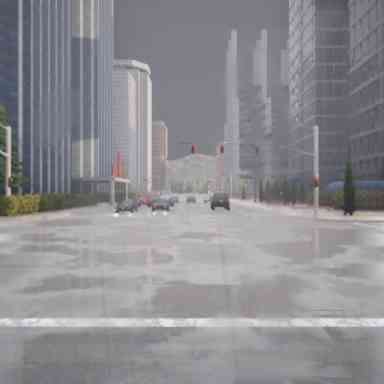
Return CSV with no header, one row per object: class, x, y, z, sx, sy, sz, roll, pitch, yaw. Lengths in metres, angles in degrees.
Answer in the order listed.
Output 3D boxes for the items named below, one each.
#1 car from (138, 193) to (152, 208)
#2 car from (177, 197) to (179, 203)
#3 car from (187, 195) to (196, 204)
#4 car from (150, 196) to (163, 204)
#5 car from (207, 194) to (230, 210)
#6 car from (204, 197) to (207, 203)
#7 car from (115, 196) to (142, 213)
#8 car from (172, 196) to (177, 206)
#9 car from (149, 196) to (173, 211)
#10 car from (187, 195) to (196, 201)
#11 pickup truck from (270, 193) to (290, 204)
car,-7.176,1.232,49.736,2.150,2.045,5.566,0,0,0
car,-3.646,1.505,66.731,2.128,1.511,4.902,0,0,0
car,-0.136,1.504,66.096,2.128,1.511,4.902,0,0,0
car,-7.141,1.560,67.286,2.033,1.411,5.357,0,0,0
car,3.513,1.229,42.410,2.150,2.045,5.566,0,0,0
car,3.374,1.613,67.952,1.895,1.301,4.718,0,0,0
car,-7.164,1.512,36.939,1.837,1.490,4.892,0,0,0
car,-3.675,1.610,50.332,1.895,1.301,4.718,0,0,0
car,-3.663,1.571,39.981,1.994,1.385,4.181,0,0,0
car,-0.157,1.433,76.417,1.895,1.301,4.718,0,0,0
pickup truck,16.494,1.070,61.868,2.390,2.098,6.274,0,0,30
